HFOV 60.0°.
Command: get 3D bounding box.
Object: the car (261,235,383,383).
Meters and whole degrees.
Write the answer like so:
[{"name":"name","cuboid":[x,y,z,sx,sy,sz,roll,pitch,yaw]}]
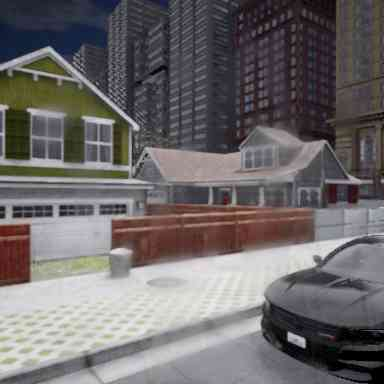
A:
[{"name":"car","cuboid":[3.271,1.487,5.402,5.008,1.535,1.882,0,0,-35]}]
